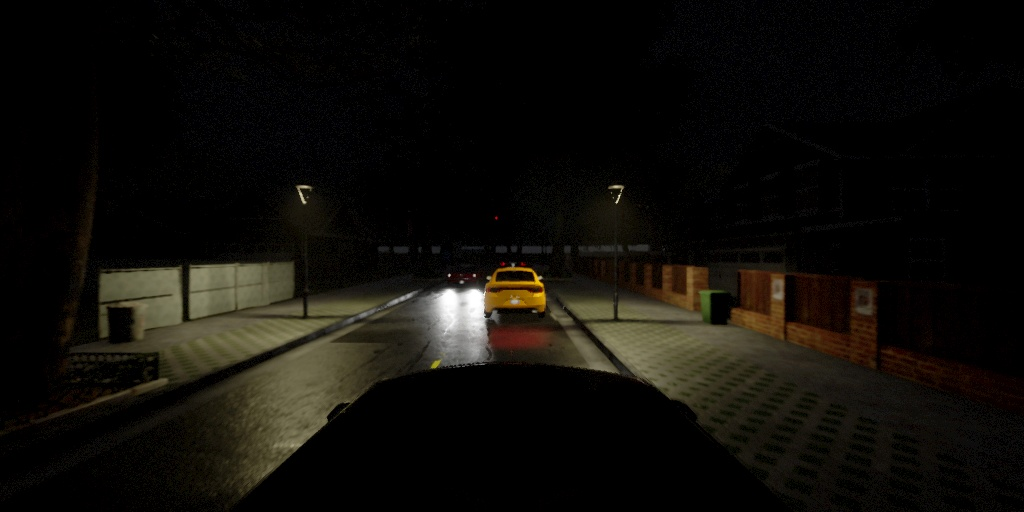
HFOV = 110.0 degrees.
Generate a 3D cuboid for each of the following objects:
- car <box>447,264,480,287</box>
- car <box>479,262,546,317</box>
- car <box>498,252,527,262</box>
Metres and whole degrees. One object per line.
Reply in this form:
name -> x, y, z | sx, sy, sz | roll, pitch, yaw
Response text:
car -> -2.856, 1.162, 22.618 | 1.895, 1.301, 4.718 | 0, 1, 0
car -> 0.087, 1.137, 12.712 | 1.882, 1.535, 5.008 | 0, 0, 0
car -> 0.080, 0.707, 29.308 | 2.150, 2.045, 5.566 | 0, 1, 0
